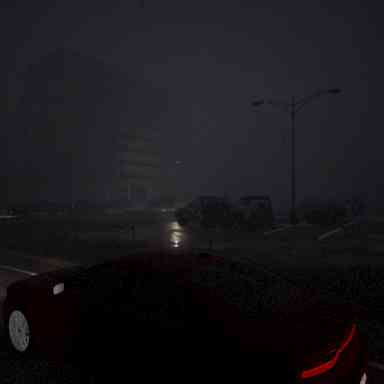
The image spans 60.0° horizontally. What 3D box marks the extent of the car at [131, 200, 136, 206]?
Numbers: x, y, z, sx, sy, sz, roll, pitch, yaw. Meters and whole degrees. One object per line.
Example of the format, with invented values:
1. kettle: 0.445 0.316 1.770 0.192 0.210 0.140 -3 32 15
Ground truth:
1. car: -10.505 1.545 47.882 2.033 1.411 5.357 0 0 33

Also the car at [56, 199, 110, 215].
1. car: -11.057 1.524 34.129 1.812 1.442 4.674 0 0 34

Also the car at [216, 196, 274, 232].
1. car: 3.321 1.156 19.057 1.905 1.878 3.866 0 0 34

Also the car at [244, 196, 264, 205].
1. car: 11.509 1.524 61.496 1.812 1.442 4.674 0 0 34

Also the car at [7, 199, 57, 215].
1. car: -15.715 1.545 33.838 2.033 1.411 5.357 0 0 34

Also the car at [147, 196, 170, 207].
1. car: -4.698 1.489 50.230 2.128 1.511 4.902 0 0 34

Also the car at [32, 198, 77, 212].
1. car: -16.166 1.523 39.426 1.812 1.442 4.674 0 0 34

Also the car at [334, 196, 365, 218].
1. car: 15.344 1.395 32.012 1.970 1.475 3.806 0 0 34

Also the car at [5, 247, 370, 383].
1. car: -0.520 1.477 4.360 5.008 1.535 1.882 0 0 35

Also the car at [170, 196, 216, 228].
1. car: 0.953 1.153 20.722 1.932 1.855 4.605 0 0 34

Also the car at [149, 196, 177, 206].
1. car: -4.797 1.489 56.319 2.128 1.511 4.902 0 0 34

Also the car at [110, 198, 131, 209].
1. car: -10.372 1.599 41.800 1.895 1.301 4.718 0 0 34

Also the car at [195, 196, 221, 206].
1. car: 2.680 1.489 54.616 2.128 1.511 4.902 0 0 34
